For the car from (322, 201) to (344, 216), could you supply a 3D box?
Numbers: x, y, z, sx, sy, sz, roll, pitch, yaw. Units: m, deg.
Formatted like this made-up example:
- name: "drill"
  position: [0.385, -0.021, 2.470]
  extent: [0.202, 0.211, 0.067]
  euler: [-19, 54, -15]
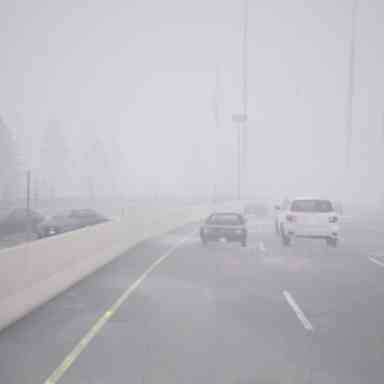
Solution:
- name: "car"
  position: [14.360, 1.628, 33.952]
  extent: [1.895, 1.301, 4.718]
  euler: [0, 0, 23]

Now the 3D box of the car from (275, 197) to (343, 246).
- name: "car"
  position: [5.160, 1.228, 15.513]
  extent: [2.150, 2.045, 5.566]
  euler: [0, 0, 10]

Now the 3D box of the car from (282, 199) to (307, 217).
- name: "car"
  position: [10.298, 1.502, 33.196]
  extent: [2.128, 1.511, 4.902]
  euler: [0, 0, 21]

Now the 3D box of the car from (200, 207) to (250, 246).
- name: "car"
  position: [1.589, 1.592, 15.323]
  extent: [1.895, 1.301, 4.718]
  euler: [0, 0, 10]

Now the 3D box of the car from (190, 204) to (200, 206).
- name: "car"
  position: [-0.109, 1.441, 52.329]
  extent: [2.128, 1.511, 4.902]
  euler: [0, 0, 29]

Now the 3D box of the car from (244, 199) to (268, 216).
- name: "car"
  position: [6.237, 1.520, 32.391]
  extent: [1.812, 1.442, 4.674]
  euler: [0, 0, 20]

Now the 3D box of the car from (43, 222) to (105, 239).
- name: "car"
  position: [-5.555, 1.525, 15.929]
  extent: [1.994, 1.385, 4.181]
  euler: [0, 0, 10]

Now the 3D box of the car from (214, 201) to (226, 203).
- name: "car"
  position: [5.237, 1.189, 54.632]
  extent: [2.150, 2.045, 5.566]
  euler: [0, 0, 31]
